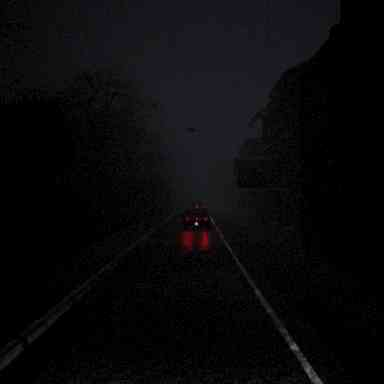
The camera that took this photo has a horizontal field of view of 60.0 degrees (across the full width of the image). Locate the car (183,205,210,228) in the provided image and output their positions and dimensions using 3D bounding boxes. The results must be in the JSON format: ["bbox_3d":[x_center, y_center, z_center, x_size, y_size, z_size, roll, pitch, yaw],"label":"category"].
[{"bbox_3d":[0.342,1.865,24.492,1.895,1.301,4.718,0,-1,1],"label":"car"}]

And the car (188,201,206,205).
[{"bbox_3d":[0.629,1.848,41.637,2.097,1.767,4.553,0,-1,1],"label":"car"}]
